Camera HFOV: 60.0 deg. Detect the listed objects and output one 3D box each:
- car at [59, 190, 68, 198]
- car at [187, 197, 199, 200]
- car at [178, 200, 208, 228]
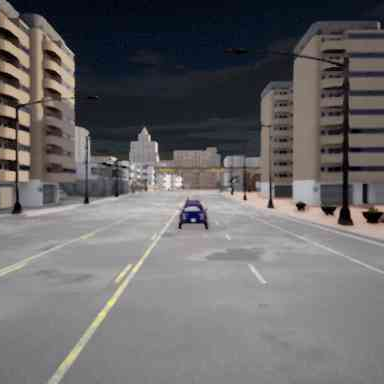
[{"bbox_3d":[-25.947,0.419,65.376,1.970,1.475,3.806,0,2,0],"label":"car"},{"bbox_3d":[0.109,1.376,40.494,2.128,1.511,4.902,0,1,0],"label":"car"},{"bbox_3d":[0.089,1.475,21.766,1.812,1.442,4.674,0,0,0],"label":"car"}]
